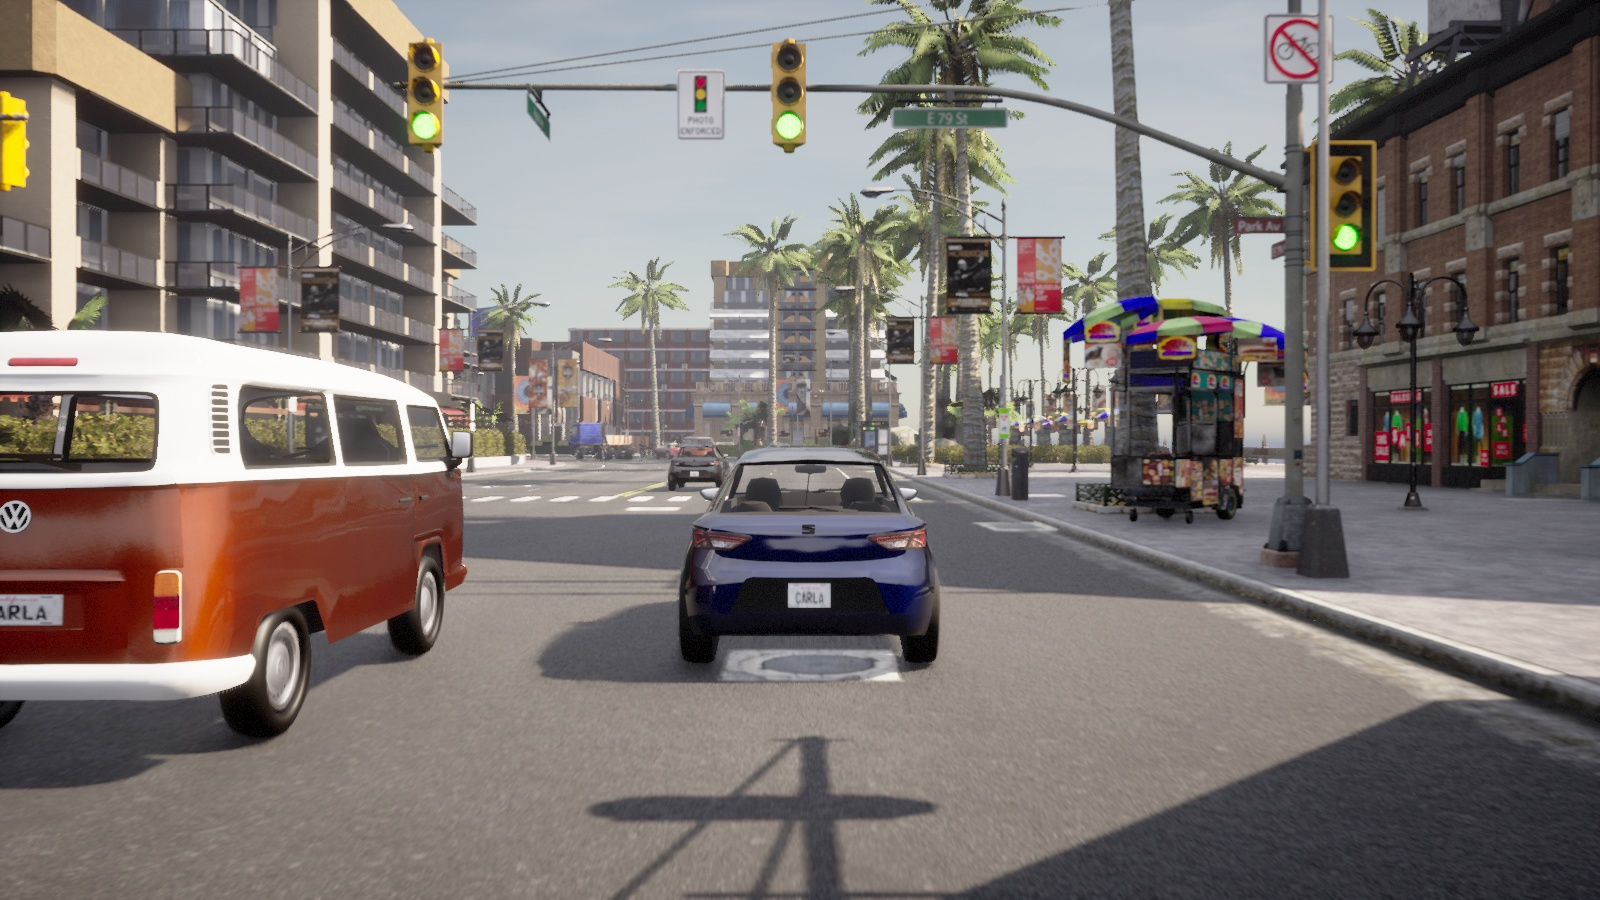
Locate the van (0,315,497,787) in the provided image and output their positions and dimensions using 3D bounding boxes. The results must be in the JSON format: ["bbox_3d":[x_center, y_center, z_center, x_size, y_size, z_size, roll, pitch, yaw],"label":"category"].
[{"bbox_3d":[-3.441,0.424,7.675,2.069,2.038,4.480,0,0,0],"label":"van"}]

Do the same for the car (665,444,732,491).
[{"bbox_3d":[-3.251,0.528,40.921,1.816,1.474,4.193,0,0,0],"label":"car"}]

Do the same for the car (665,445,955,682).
[{"bbox_3d":[0.072,0.704,9.951,1.816,1.474,4.193,0,0,0],"label":"car"}]

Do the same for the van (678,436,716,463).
[{"bbox_3d":[-7.964,-0.049,96.823,1.775,1.987,4.442,0,0,-21],"label":"van"}]
